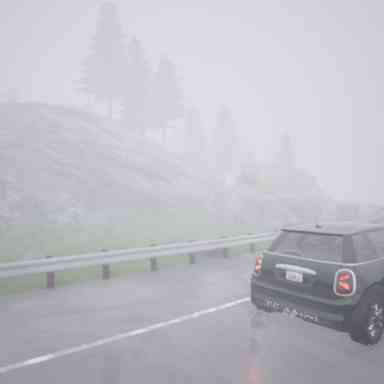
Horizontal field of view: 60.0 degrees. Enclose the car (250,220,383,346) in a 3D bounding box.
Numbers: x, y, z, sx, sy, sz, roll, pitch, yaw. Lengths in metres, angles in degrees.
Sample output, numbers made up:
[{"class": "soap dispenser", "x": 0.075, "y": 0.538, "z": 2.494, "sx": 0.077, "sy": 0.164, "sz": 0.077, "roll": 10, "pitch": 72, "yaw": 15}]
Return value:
[{"class": "car", "x": 3.267, "y": 1.372, "z": 6.702, "sx": 4.553, "sy": 1.767, "sz": 2.097, "roll": 0, "pitch": 0, "yaw": -40}]
